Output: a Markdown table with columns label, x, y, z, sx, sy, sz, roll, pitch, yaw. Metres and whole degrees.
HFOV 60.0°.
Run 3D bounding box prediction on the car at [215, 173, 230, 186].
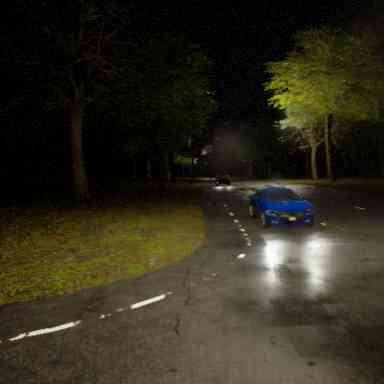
| label | x | y | z | sx | sy | sz | roll | pitch | yaw |
| --- | --- | --- | --- | --- | --- | --- | --- | --- | --- |
| car | 4.802 | -2.001 | 52.673 | 2.150 | 2.045 | 5.566 | -3 | 3 | 2 |

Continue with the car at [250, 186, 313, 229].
| label | x | y | z | sx | sy | sz | roll | pitch | yaw |
| --- | --- | --- | --- | --- | --- | --- | --- | --- | --- |
| car | 3.713 | 0.554 | 14.544 | 1.882 | 1.535 | 5.008 | -2 | 3 | 2 |
